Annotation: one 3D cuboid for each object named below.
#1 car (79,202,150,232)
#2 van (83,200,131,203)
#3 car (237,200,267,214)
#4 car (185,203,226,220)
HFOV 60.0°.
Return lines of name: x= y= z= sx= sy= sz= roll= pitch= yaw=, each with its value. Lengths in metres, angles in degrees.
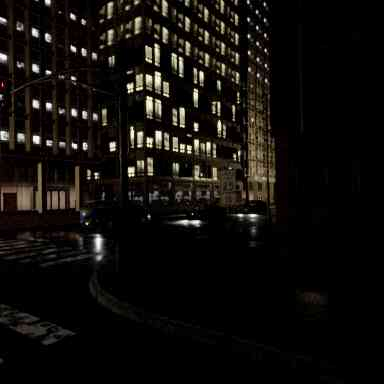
car: x=-4.659 y=1.571 z=20.982 sx=1.837 sy=1.490 sz=4.892 roll=-1 pitch=-1 yaw=33
van: x=-6.000 y=1.460 z=23.517 sx=1.690 sy=1.788 sz=3.998 roll=-2 pitch=-1 yaw=36
car: x=7.104 y=1.631 z=37.269 sx=1.812 sy=1.442 sz=4.674 roll=-1 pitch=-1 yaw=36
car: x=1.205 y=1.649 z=29.083 sx=1.994 sy=1.385 sz=4.181 roll=-1 pitch=-1 yaw=36
